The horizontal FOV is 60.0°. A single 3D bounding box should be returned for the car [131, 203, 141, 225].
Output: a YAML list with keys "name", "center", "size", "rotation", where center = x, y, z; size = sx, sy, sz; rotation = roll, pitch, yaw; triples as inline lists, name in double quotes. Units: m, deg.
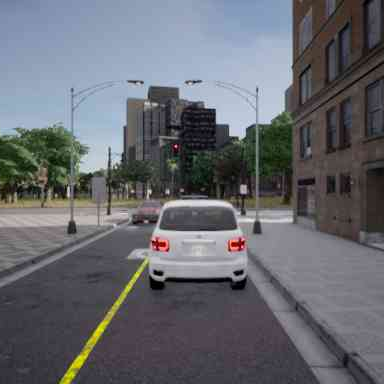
- name: "car"
  center: [-2.955, 1.334, 23.816]
  size: [2.097, 1.767, 4.553]
  rotation: [0, 0, 0]

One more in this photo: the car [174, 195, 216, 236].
- name: "car"
  center: [0.140, 1.209, 19.784]
  size: [2.150, 2.045, 5.566]
  rotation: [0, 0, 0]

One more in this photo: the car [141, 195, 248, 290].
- name: "car"
  center: [0.122, 1.216, 9.216]
  size: [2.150, 2.045, 5.566]
  rotation: [0, 0, 0]
